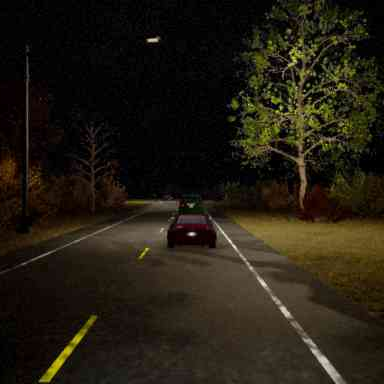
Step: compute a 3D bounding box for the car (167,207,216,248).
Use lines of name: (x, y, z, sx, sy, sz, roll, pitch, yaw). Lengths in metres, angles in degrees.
car: (-0.017, 1.570, 14.655, 1.994, 1.385, 4.181, 0, 0, 0)

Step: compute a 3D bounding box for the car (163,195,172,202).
car: (-5.673, 1.439, 77.231, 1.837, 1.490, 4.892, 0, 0, -8)

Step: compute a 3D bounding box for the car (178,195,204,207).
car: (-0.078, 1.256, 29.689, 2.150, 2.045, 5.566, 0, 0, 0)
